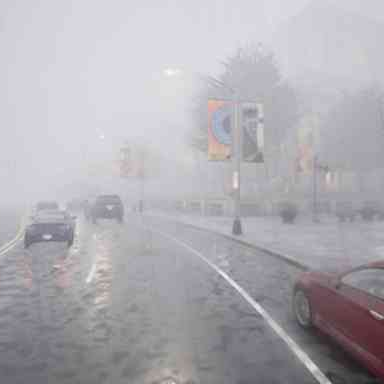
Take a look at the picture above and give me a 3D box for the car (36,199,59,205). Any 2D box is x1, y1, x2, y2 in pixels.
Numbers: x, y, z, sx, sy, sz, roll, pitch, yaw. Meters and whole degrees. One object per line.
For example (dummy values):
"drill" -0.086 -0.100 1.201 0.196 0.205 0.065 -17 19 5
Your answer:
"car" -14.257 1.469 32.841 1.882 1.535 5.008 0 0 -26

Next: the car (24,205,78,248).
"car" -6.183 1.521 14.769 1.812 1.442 4.674 0 0 -18

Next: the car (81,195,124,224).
"car" -6.703 1.201 25.105 2.150 2.045 5.566 0 0 -25

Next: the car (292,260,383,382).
"car" 2.849 1.501 3.995 2.002 1.452 4.674 0 0 -6

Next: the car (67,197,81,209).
"car" -13.682 1.328 39.691 2.097 1.767 4.553 0 0 -26
